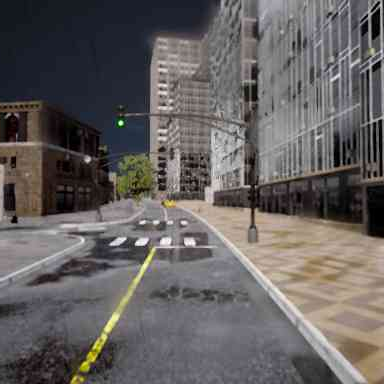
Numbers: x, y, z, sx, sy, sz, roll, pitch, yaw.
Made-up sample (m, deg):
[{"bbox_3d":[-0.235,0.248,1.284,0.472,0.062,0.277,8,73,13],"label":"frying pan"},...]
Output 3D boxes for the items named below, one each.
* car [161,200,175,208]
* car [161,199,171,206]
[{"bbox_3d":[-4.512,2.294,66.258,1.882,1.535,5.008,0,-1,-8],"label":"car"},{"bbox_3d":[-6.064,2.461,76.379,1.812,1.442,4.674,0,-1,-9],"label":"car"}]
